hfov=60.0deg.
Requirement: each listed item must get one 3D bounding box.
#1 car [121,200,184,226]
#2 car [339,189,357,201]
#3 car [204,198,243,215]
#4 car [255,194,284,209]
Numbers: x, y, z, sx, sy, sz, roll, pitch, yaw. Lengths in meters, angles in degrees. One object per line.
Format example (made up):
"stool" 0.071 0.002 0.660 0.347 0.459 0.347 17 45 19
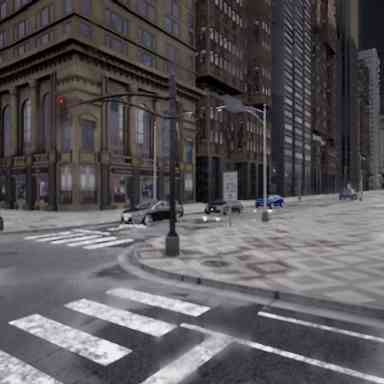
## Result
"car" -2.484 1.302 21.779 2.128 1.511 4.902 0 1 36
"car" 27.136 0.414 57.766 2.150 2.045 5.566 0 1 36
"car" 2.841 1.252 29.235 1.994 1.385 4.181 0 1 36
"car" 8.863 1.028 37.665 1.882 1.535 5.008 0 1 36
